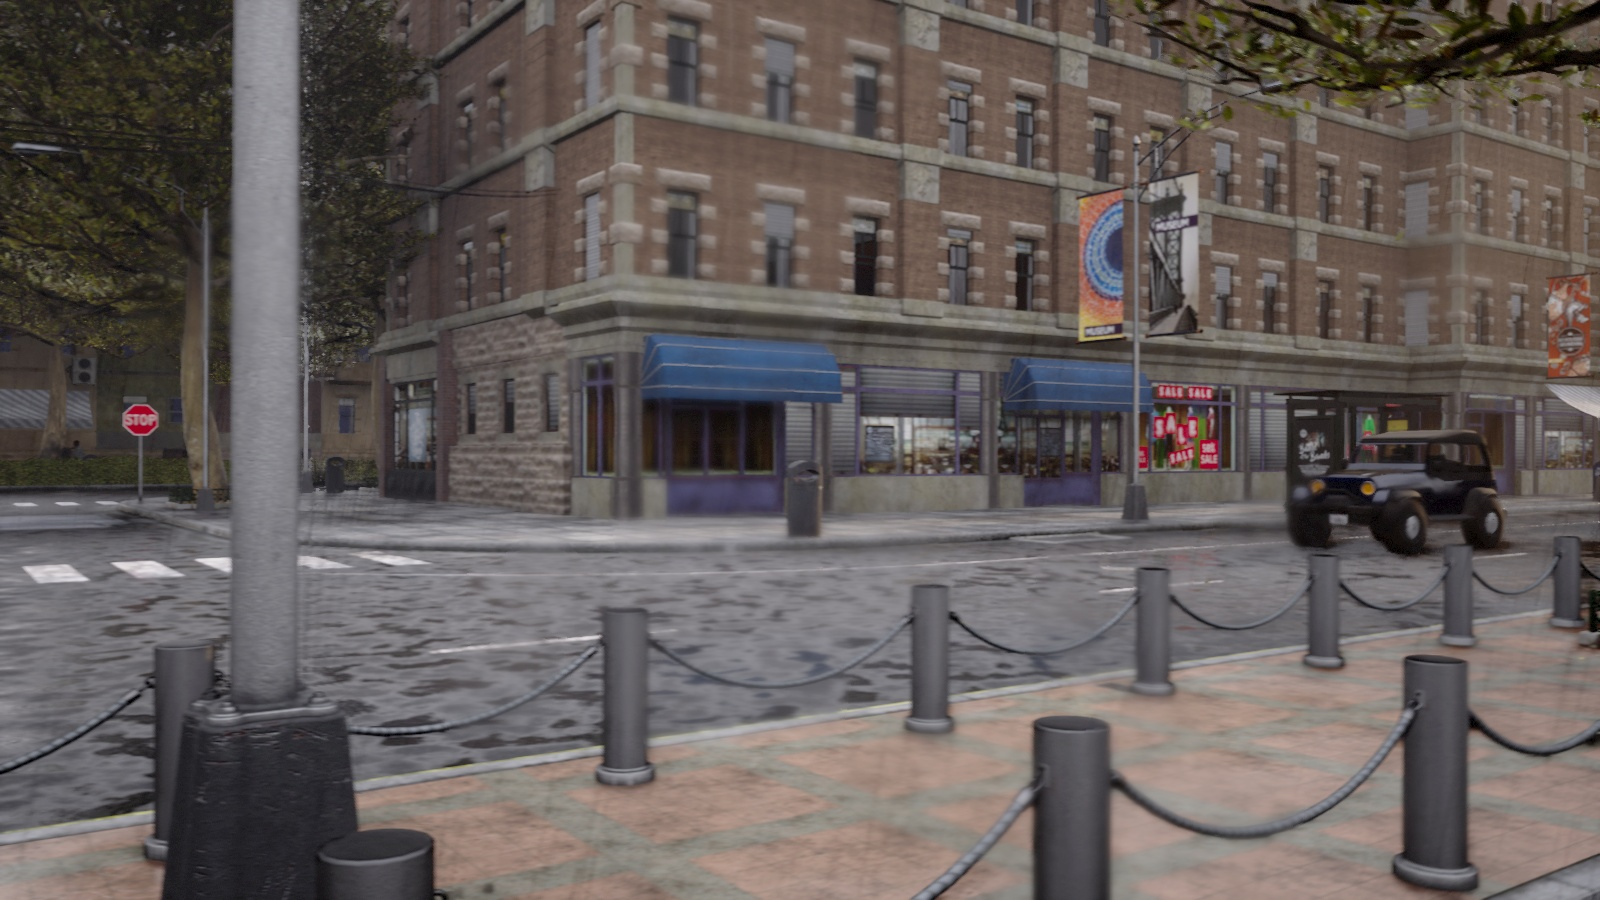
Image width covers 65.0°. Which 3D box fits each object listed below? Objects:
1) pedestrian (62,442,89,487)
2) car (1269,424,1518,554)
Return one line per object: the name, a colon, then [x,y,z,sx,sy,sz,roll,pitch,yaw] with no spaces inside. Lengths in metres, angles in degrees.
pedestrian: [-30.520,0.596,52.910,0.900,1.855,0.874,0,0,-35]
car: [9.496,0.570,20.016,3.866,1.878,1.905,0,0,-35]
